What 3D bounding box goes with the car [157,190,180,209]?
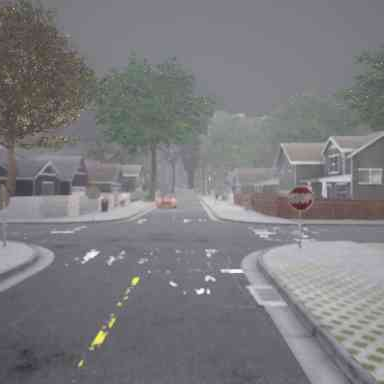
[{"bbox_3d":[-2.755,0.886,37.493,2.097,1.767,4.553,0,0,0],"label":"car"}]
